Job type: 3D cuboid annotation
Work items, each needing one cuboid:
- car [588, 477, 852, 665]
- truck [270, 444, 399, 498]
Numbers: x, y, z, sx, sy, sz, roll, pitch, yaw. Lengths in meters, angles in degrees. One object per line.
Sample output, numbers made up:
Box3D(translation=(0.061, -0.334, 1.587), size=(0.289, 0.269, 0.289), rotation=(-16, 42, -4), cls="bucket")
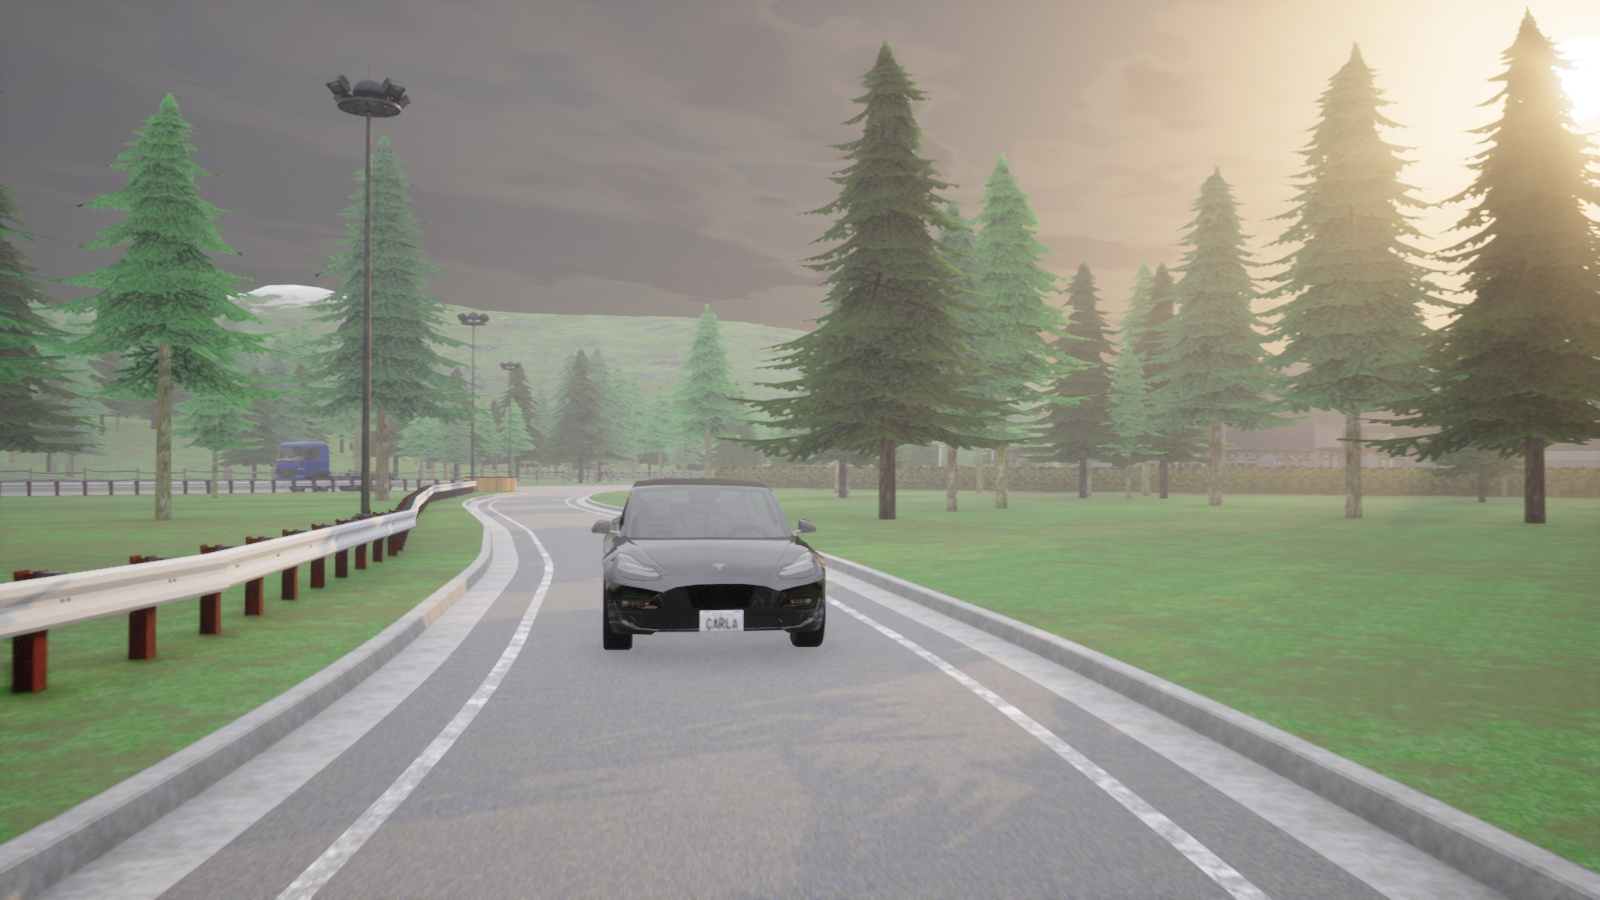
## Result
Box3D(translation=(-1.008, 1.032, 12.689), size=(2.163, 1.488, 4.792), rotation=(0, -1, -9), cls="car")
Box3D(translation=(-30.919, 1.385, 83.783), size=(2.891, 3.462, 7.936), rotation=(-1, -1, 33), cls="truck")
